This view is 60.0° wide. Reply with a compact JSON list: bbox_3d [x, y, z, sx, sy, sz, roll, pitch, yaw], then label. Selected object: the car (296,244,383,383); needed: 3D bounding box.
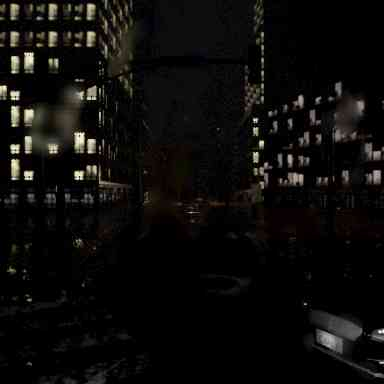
[{"bbox_3d":[3.777,1.511,5.187,4.902,1.511,2.128,0,0,-29],"label":"car"}]
